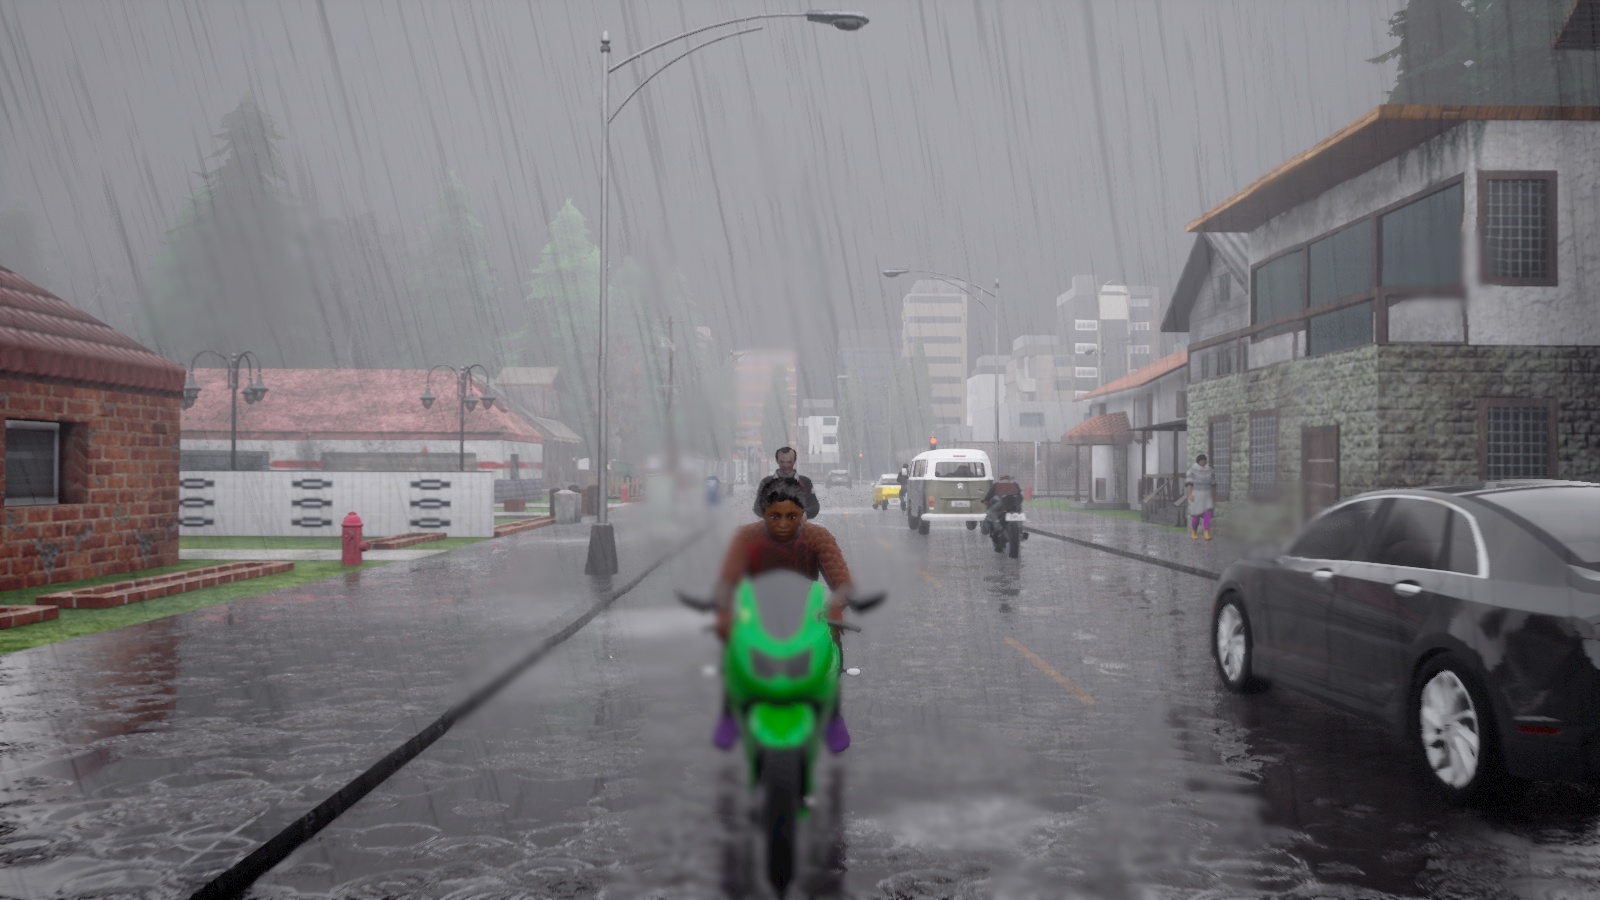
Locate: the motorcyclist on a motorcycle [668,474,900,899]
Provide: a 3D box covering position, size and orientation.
[{"bbox_3d":[-0.065,0.873,5.353,0.797,1.523,2.044,0,-1,-1],"label":"motorcyclist on a motorcycle"}]

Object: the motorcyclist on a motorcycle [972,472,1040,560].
[{"bbox_3d":[3.775,1.176,23.138,0.866,1.530,2.191,0,-1,-1],"label":"motorcyclist on a motorcycle"}]

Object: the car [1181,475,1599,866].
[{"bbox_3d":[3.916,0.910,7.359,1.837,1.490,4.892,0,-1,-1],"label":"car"}]

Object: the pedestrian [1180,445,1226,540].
[{"bbox_3d":[8.378,0.877,26.139,0.659,1.952,0.873,0,-1,-1],"label":"pedestrian"}]

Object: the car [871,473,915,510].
[{"bbox_3d":[3.555,1.568,48.157,1.481,1.376,2.207,0,-1,-1],"label":"car"}]

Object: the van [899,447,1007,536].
[{"bbox_3d":[3.701,0.984,31.201,2.069,2.038,4.480,0,-1,-1],"label":"van"}]
